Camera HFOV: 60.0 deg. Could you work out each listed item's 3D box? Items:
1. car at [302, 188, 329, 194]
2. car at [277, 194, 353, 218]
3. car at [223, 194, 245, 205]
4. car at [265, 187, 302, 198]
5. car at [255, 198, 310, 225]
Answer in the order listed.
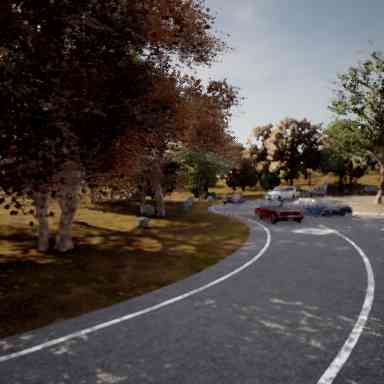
[{"bbox_3d":[20.446,0.164,55.712,4.902,1.511,2.128,-1,1,-11],"label":"car"},{"bbox_3d":[9.482,1.119,25.642,2.033,1.411,5.357,-2,1,-31],"label":"car"},{"bbox_3d":[5.404,0.959,42.786,1.994,1.385,4.181,-1,1,22],"label":"car"},{"bbox_3d":[13.043,0.288,48.633,5.566,2.045,2.150,-3,1,-38],"label":"car"},{"bbox_3d":[5.734,1.335,22.216,1.895,1.301,4.718,-2,1,-6],"label":"car"}]
